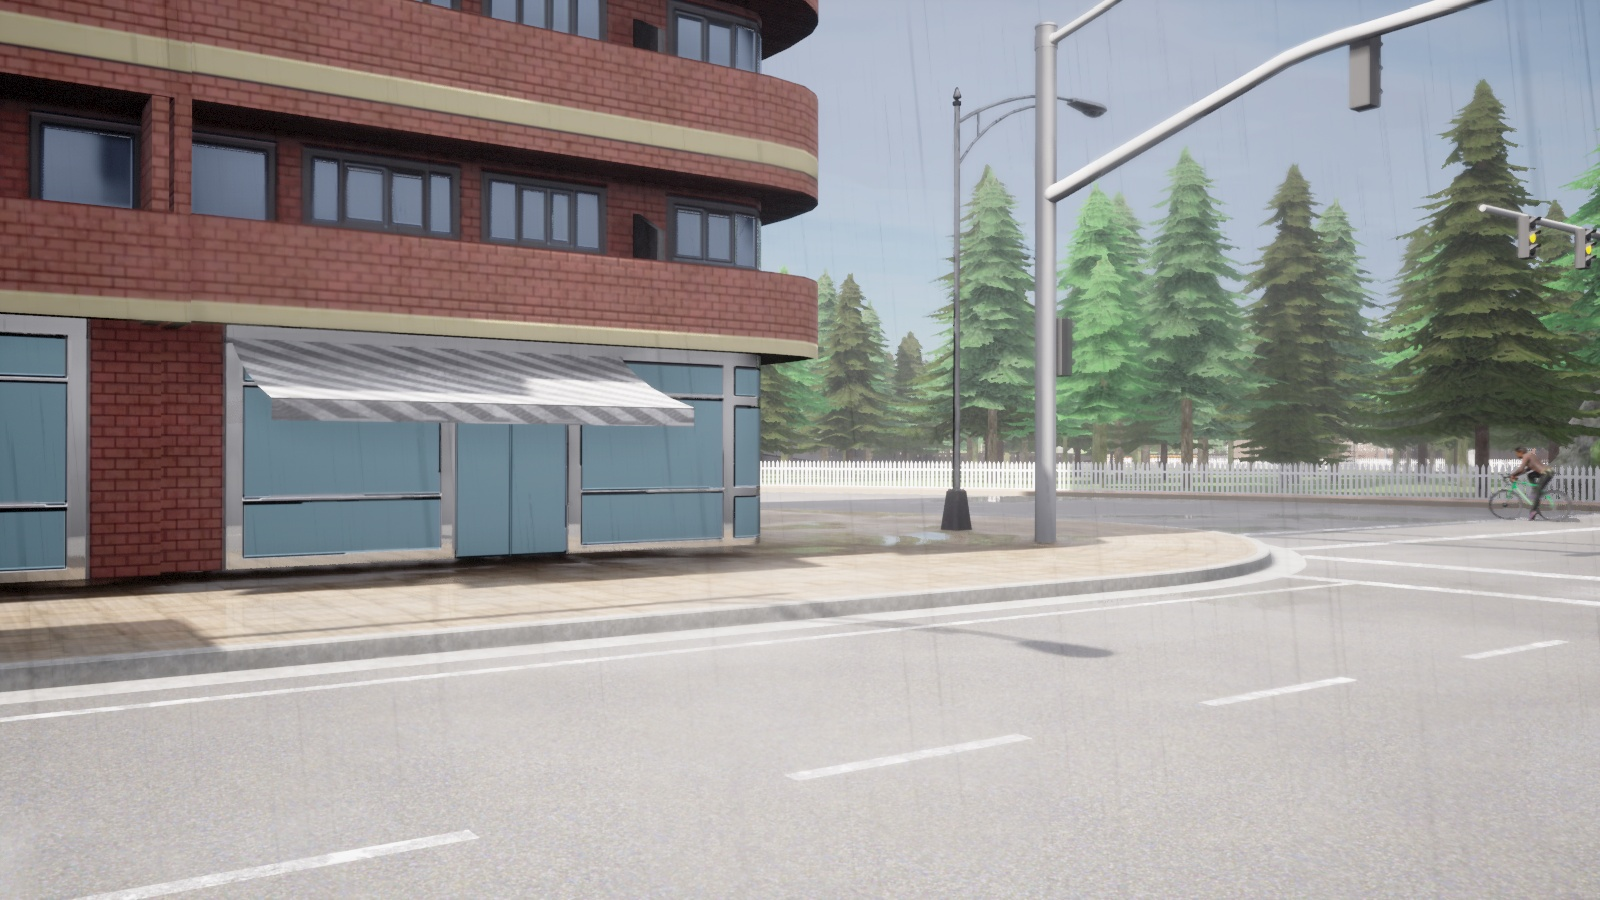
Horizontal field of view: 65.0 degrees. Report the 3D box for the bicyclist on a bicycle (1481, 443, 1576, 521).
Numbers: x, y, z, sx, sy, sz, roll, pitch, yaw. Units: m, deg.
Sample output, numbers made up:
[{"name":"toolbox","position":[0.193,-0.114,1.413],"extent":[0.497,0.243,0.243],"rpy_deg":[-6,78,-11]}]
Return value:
[{"name":"bicyclist on a bicycle","position":[15.709,0.674,27.110],"extent":[0.582,1.620,1.656],"rpy_deg":[0,0,-38]}]
